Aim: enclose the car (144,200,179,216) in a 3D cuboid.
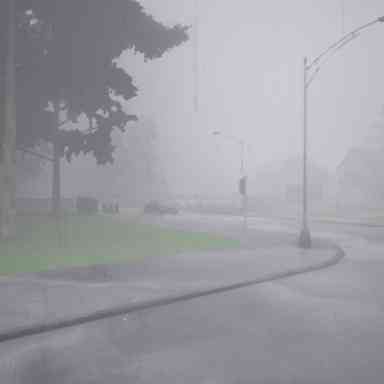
[{"bbox_3d":[-3.170,1.567,32.937,1.812,1.442,4.674,0,0,-36],"label":"car"}]
